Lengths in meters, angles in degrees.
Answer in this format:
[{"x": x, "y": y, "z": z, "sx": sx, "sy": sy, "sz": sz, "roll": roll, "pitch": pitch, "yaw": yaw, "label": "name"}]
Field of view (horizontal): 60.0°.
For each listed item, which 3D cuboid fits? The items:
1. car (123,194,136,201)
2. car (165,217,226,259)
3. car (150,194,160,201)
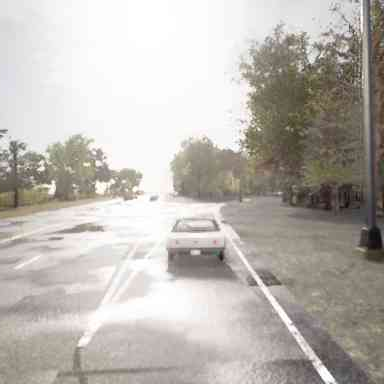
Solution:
[{"x": -15.706, "y": 1.310, "z": 81.512, "sx": 2.097, "sy": 1.767, "sz": 4.553, "roll": -1, "pitch": 0, "yaw": -4, "label": "car"}, {"x": 0.144, "y": 1.582, "z": 12.360, "sx": 1.895, "sy": 1.301, "sz": 4.718, "roll": -1, "pitch": -1, "yaw": 1, "label": "car"}, {"x": -8.892, "y": 1.363, "z": 77.741, "sx": 2.033, "sy": 1.411, "sz": 5.357, "roll": -1, "pitch": 0, "yaw": -4, "label": "car"}]
